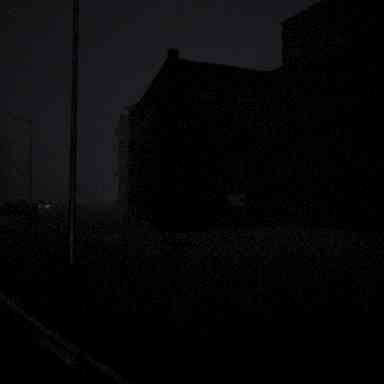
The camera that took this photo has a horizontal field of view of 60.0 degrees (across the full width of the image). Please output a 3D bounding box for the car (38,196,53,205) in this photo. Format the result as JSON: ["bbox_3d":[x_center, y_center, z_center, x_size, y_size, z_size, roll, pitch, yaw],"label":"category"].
[{"bbox_3d":[-27.785,1.595,63.012,1.882,1.535,5.008,1,-1,-12],"label":"car"}]

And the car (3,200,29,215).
[{"bbox_3d":[-18.249,1.546,35.168,1.882,1.535,5.008,1,-1,-12],"label":"car"}]
